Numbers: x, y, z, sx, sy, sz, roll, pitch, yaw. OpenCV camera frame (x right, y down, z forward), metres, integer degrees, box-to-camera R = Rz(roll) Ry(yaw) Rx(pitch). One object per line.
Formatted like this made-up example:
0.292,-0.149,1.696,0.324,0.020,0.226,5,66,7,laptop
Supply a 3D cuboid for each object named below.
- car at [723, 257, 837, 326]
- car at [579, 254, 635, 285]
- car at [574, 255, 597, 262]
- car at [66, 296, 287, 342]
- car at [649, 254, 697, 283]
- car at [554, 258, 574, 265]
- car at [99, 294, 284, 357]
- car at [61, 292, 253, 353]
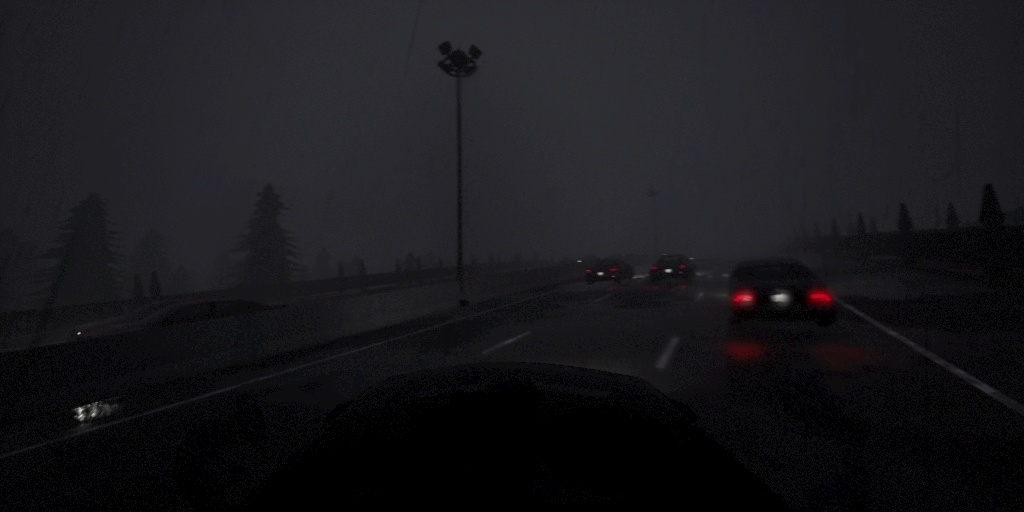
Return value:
6.485,0.752,9.052,2.033,1.411,5.357,-5,0,32,car
5.907,0.851,21.442,1.994,1.385,4.181,-5,0,32,car
10.671,0.577,49.388,1.837,1.490,4.892,-5,-3,32,car
-9.300,2.053,10.408,1.882,1.535,5.008,-5,0,32,car
8.732,0.601,19.373,1.994,1.385,4.181,-5,0,32,car
7.694,0.935,51.195,1.895,1.301,4.718,-5,-3,32,car
-11.566,2.381,13.370,1.895,1.301,4.718,-5,0,32,car
-14.561,2.592,15.173,2.033,1.411,5.357,-5,0,32,car
